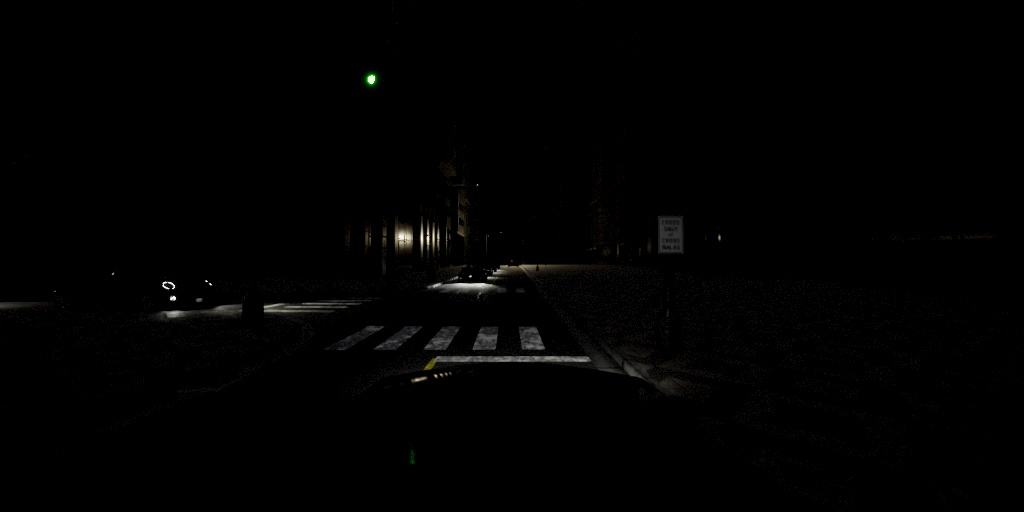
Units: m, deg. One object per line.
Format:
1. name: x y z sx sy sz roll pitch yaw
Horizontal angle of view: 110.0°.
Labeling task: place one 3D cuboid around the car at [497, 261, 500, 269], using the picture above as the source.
1. car: -2.979 1.327 47.592 1.837 1.490 4.892 0 0 0

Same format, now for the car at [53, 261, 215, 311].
1. car: -13.813 1.043 13.338 4.553 1.767 2.097 0 -1 2

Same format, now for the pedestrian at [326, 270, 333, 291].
1. pedestrian: -9.964 0.976 19.601 0.375 1.860 0.375 0 -1 0

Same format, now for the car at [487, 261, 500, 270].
1. car: -2.912 1.467 57.818 1.895 1.301 4.718 0 0 1

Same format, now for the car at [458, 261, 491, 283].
1. car: -3.026 1.331 28.417 1.994 1.385 4.181 0 0 1

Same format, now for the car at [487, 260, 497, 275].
1. car: -3.011 1.336 37.739 2.033 1.411 5.357 0 0 0
